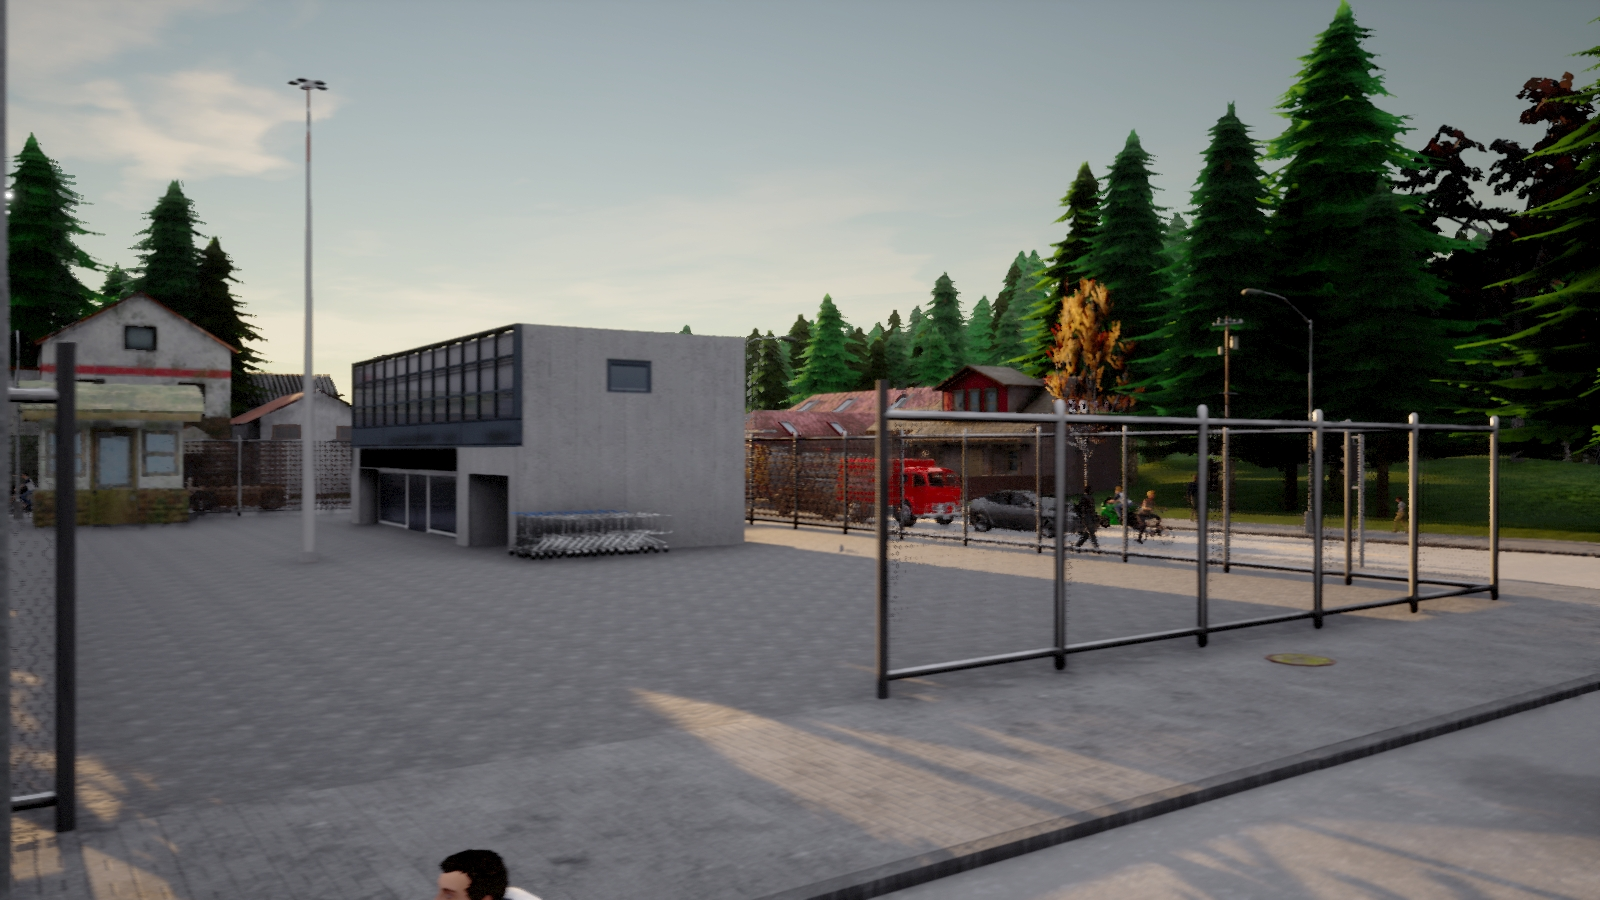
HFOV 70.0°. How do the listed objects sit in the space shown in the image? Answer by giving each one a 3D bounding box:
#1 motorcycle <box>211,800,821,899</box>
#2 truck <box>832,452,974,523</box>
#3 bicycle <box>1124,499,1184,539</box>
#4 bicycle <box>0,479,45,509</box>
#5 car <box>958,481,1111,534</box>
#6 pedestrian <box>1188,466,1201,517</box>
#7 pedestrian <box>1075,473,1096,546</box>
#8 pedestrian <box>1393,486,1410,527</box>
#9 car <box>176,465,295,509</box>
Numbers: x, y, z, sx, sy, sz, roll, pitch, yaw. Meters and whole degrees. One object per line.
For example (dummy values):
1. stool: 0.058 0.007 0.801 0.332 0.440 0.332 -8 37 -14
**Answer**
1. motorcycle: -0.988 1.993 3.725 2.033 1.145 0.803 0 0 -35
2. truck: 3.827 1.339 43.499 2.627 2.467 5.204 0 0 -35
3. bicycle: 10.508 2.036 33.924 0.859 1.080 1.487 0 0 -35
4. bicycle: -34.382 1.936 50.533 1.643 1.296 0.373 0 0 -35
5. car: 7.707 1.843 37.926 2.163 1.488 4.792 0 0 -35
6. pedestrian: 14.609 1.525 42.310 0.375 1.860 0.375 0 0 -2
7. pedestrian: 7.313 1.516 29.261 0.375 1.860 0.375 0 0 -35
8. pedestrian: 19.416 1.806 36.859 0.375 1.300 0.375 0 0 -40
9. car: -25.647 1.644 51.963 4.605 1.855 1.932 0 0 -34
